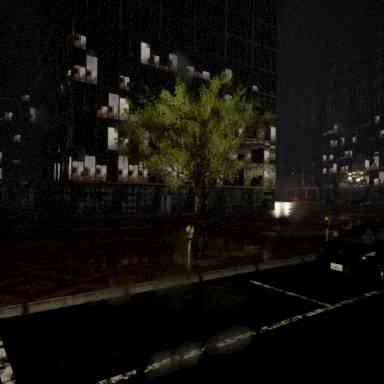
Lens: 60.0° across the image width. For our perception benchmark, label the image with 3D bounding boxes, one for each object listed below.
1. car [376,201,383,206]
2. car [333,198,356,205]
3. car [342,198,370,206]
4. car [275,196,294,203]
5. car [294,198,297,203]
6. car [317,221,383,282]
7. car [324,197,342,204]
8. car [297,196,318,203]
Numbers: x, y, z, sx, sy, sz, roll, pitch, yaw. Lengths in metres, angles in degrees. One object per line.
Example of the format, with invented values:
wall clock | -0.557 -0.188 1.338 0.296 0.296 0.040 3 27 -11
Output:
car | 36.947 1.893 62.197 1.752 1.417 4.829 1 -1 -20
car | 33.148 1.989 72.540 2.008 1.369 4.403 1 -1 -20
car | 29.614 1.766 59.307 2.008 1.369 4.403 1 -1 -20
car | 21.905 1.799 80.305 1.967 1.590 4.097 1 -1 -20
car | 27.361 2.127 88.294 1.802 1.307 4.206 1 -1 -20
car | 5.562 1.574 9.827 4.313 1.339 1.947 0 1 -34
car | 27.688 1.691 64.558 1.967 1.590 4.097 1 -1 -20
car | 29.294 1.824 83.046 2.192 1.841 5.009 1 -1 -20
